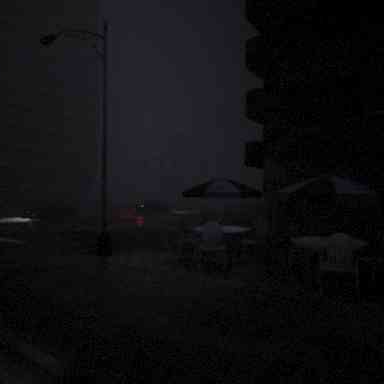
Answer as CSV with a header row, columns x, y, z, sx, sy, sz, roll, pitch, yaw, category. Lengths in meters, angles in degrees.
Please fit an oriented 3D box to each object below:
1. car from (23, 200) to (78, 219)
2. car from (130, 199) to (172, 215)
x,y,z,sx,sy,sz,roll,pitch,yaw,category
-11.624,1.378,27.505,1.994,1.385,4.181,1,0,35,car
-3.918,1.381,32.030,1.812,1.442,4.674,1,0,35,car
